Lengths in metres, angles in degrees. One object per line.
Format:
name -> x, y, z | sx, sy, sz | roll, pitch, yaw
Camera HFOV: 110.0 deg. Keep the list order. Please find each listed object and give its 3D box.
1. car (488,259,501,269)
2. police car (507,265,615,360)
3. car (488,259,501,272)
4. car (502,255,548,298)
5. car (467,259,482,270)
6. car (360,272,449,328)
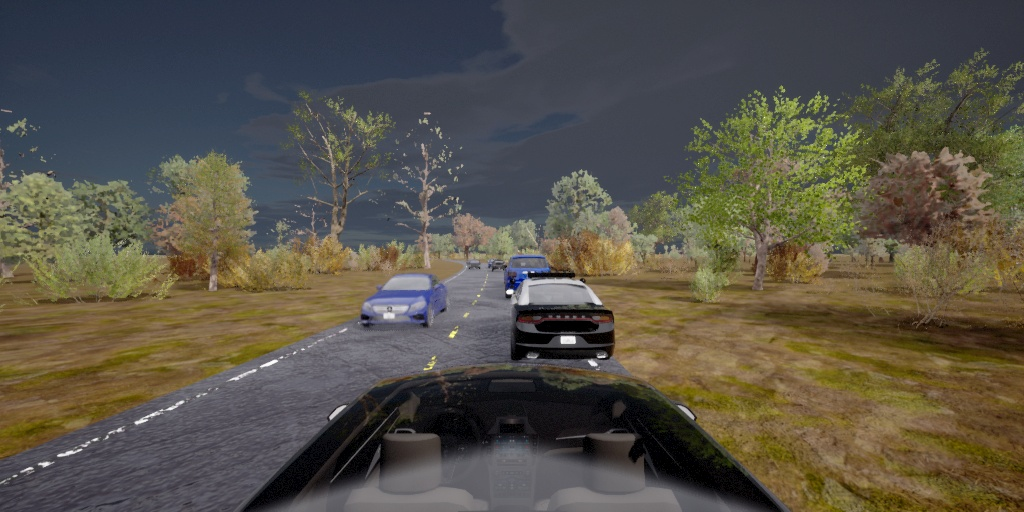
car -> -2.961, 1.230, 59.279 | 1.882, 1.535, 5.008 | 0, 0, -7
police car -> 0.899, 1.174, 8.463 | 1.930, 1.638, 5.238 | 0, 0, 0
car -> -1.787, 1.254, 46.959 | 1.837, 1.490, 4.892 | 0, 0, -5
car -> 0.716, 0.972, 18.431 | 2.150, 2.045, 5.566 | 0, 0, -2
car -> -5.448, 1.300, 52.320 | 2.033, 1.411, 5.357 | 0, 0, -6
car -> -3.169, 1.275, 11.481 | 1.812, 1.442, 4.674 | 0, 0, -1
